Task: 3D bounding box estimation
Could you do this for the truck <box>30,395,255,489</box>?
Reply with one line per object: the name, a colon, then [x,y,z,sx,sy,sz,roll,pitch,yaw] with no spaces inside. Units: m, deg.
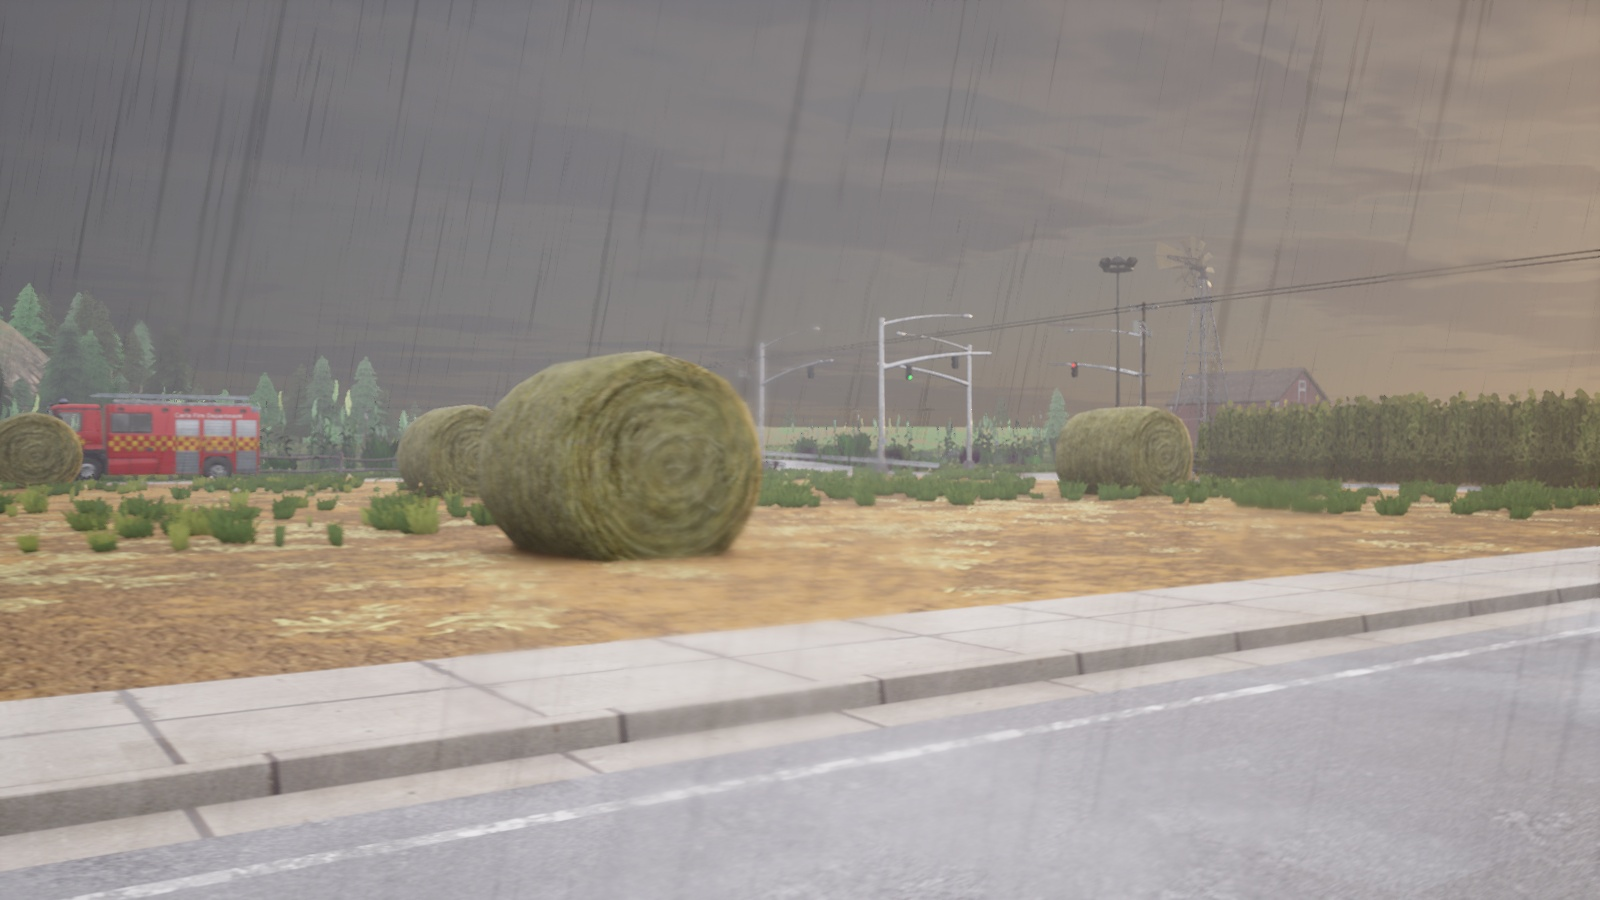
truck: [-28.438,-0.344,54.494,8.468,3.827,2.891,0,0,-31]
